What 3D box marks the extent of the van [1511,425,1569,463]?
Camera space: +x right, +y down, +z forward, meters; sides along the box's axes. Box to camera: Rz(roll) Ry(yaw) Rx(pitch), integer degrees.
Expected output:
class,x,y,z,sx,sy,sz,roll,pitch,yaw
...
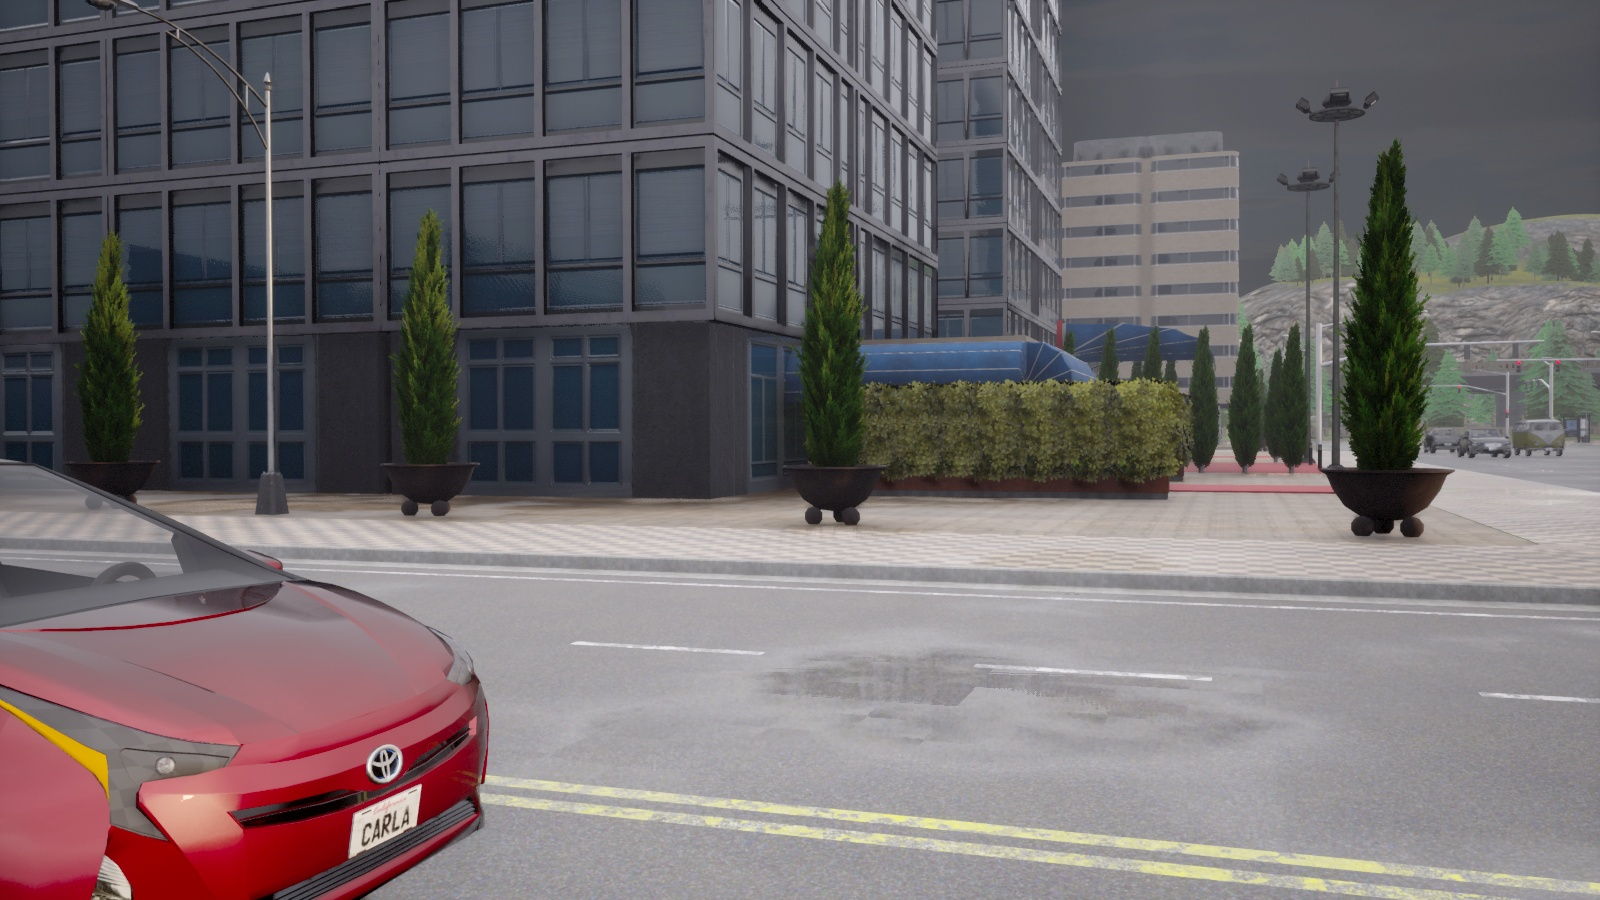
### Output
class,x,y,z,sx,sy,sz,roll,pitch,yaw
van,39.799,-0.354,67.636,1.775,1.987,4.442,1,1,18

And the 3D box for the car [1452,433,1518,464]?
class,x,y,z,sx,sy,sz,roll,pitch,yaw
car,35.021,-0.116,64.323,2.128,1.511,4.902,1,1,18

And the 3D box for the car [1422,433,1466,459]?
class,x,y,z,sx,sy,sz,roll,pitch,yaw
car,38.721,-0.259,75.554,1.789,1.549,3.705,1,1,18

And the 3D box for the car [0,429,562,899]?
class,x,y,z,sx,sy,sz,roll,pitch,yaw
car,-3.322,0.692,4.311,4.514,1.525,2.007,1,1,19
